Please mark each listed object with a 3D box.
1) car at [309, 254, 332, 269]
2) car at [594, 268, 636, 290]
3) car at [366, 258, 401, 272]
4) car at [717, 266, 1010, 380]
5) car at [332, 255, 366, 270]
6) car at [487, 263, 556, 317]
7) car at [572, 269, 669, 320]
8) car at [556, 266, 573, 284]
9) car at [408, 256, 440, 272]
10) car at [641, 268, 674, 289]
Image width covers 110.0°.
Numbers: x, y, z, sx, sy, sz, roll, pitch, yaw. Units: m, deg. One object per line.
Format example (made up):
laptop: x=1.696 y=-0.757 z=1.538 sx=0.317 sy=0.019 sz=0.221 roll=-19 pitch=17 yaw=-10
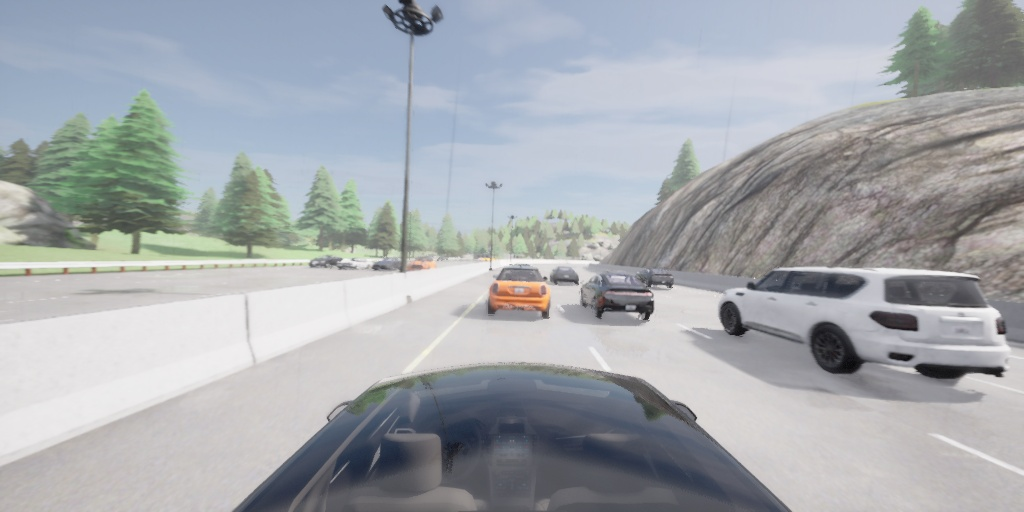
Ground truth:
car: x=-20.182 y=0.574 z=39.247 sx=2.128 sy=1.511 sz=4.902 roll=2 pitch=0 yaw=2
car: x=7.648 y=1.690 z=27.087 sx=1.895 sy=1.301 sz=4.718 roll=2 pitch=0 yaw=2
car: x=-13.213 y=0.887 z=38.553 sx=2.033 sy=1.411 sz=5.357 roll=2 pitch=0 yaw=2
car: x=7.138 y=1.252 z=8.304 sx=2.150 sy=2.045 sz=5.566 roll=2 pitch=0 yaw=2
car: x=-16.720 y=0.810 z=38.205 sx=1.895 sy=1.301 sz=4.718 roll=2 pitch=0 yaw=2
car: x=0.300 y=1.139 z=13.637 sx=2.097 sy=1.767 sz=4.553 roll=2 pitch=0 yaw=2
car: x=3.794 y=1.408 z=13.619 sx=2.128 sy=1.511 sz=4.902 roll=2 pitch=0 yaw=2
car: x=4.216 y=1.530 z=29.340 sx=1.994 sy=1.385 sz=4.181 roll=2 pitch=0 yaw=2
car: x=-9.691 y=0.823 z=38.990 sx=2.097 sy=1.767 sz=4.553 roll=2 pitch=0 yaw=2
car: x=11.196 y=1.715 z=28.648 sx=2.128 sy=1.511 sz=4.902 roll=2 pitch=0 yaw=2
